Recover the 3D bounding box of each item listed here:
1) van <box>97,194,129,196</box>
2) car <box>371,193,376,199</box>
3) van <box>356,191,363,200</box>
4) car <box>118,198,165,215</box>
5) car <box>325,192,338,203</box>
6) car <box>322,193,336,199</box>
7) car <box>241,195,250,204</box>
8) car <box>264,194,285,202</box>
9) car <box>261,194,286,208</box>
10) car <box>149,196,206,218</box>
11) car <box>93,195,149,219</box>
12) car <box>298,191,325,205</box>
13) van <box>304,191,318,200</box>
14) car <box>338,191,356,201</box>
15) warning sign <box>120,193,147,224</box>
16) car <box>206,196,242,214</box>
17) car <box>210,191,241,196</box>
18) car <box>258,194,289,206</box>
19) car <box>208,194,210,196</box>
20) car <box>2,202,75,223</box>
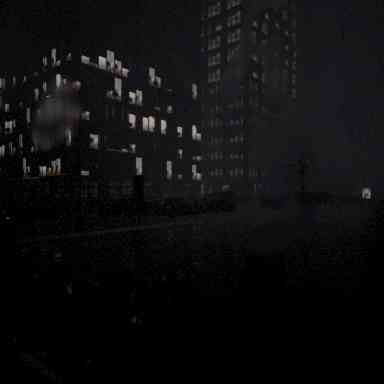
[{"bbox_3d":[-7.692,1.107,32.716,1.690,1.788,3.998,1,1,40],"label":"van"},{"bbox_3d":[39.386,0.848,74.779,2.008,1.369,4.403,1,1,40],"label":"car"},{"bbox_3d":[35.694,0.683,70.449,1.690,1.788,3.998,1,1,40],"label":"van"},{"bbox_3d":[-4.773,1.330,31.966,1.994,1.385,4.181,0,1,41],"label":"car"},{"bbox_3d":[20.921,0.840,53.141,2.192,1.841,5.009,1,1,40],"label":"car"},{"bbox_3d":[33.025,0.829,80.236,1.947,1.339,4.313,1,1,40],"label":"car"},{"bbox_3d":[7.171,1.148,49.947,1.947,1.339,4.313,1,1,40],"label":"car"},{"bbox_3d":[14.558,1.057,58.601,1.947,1.339,4.313,1,1,40],"label":"car"},{"bbox_3d":[9.840,1.244,40.165,1.802,1.307,4.206,1,1,40],"label":"car"},{"bbox_3d":[-1.146,1.241,27.104,1.967,1.590,4.097,1,1,40],"label":"car"},{"bbox_3d":[-5.016,1.289,26.761,1.882,1.535,5.008,0,1,41],"label":"car"},{"bbox_3d":[17.228,0.885,48.815,2.192,1.841,5.009,1,1,40],"label":"car"},{"bbox_3d":[25.639,0.695,71.578,1.690,1.788,3.998,1,1,40],"label":"van"},{"bbox_3d":[28.417,0.957,61.927,1.752,1.417,4.829,1,1,40],"label":"car"},{"bbox_3d":[-3.643,0.977,20.726,1.300,1.860,1.060,0,0,40],"label":"warning sign"},{"bbox_3d":[2.504,1.320,31.469,1.947,1.339,4.313,1,1,40],"label":"car"},{"bbox_3d":[3.404,0.887,41.528,2.150,2.045,5.566,0,0,41],"label":"car"},{"bbox_3d":[11.280,1.101,45.918,2.128,1.511,4.902,0,1,41],"label":"car"},{"bbox_3d":[-0.221,1.219,41.300,1.887,1.381,4.507,1,1,40],"label":"car"},{"bbox_3d":[-11.201,1.447,24.444,1.895,1.301,4.718,0,1,38],"label":"car"}]
